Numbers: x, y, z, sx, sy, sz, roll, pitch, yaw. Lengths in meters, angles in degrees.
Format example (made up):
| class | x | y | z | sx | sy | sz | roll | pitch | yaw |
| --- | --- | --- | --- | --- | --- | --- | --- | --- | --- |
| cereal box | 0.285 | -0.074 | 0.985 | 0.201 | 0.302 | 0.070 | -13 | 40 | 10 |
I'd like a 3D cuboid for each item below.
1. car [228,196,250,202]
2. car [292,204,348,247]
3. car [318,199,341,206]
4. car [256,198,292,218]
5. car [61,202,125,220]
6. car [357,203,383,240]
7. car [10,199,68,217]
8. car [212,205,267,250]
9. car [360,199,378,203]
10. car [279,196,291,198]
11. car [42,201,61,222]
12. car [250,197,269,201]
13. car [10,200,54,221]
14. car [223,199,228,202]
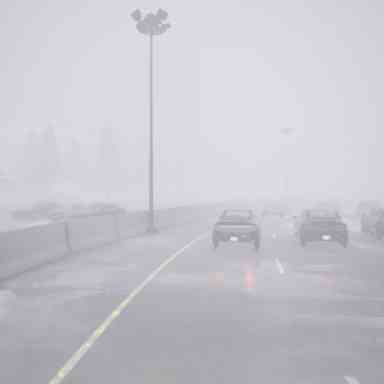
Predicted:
| class | x | y | z | sx | sy | sz | roll | pitch | yaw |
| --- | --- | --- | --- | --- | --- | --- | --- | --- | --- |
| car | 9.247 | 1.553 | 61.427 | 4.674 | 1.442 | 1.812 | 0 | 0 | -45 |
| car | 5.819 | 1.515 | 15.309 | 1.837 | 1.490 | 4.892 | 0 | 0 | 14 |
| car | 14.116 | 1.514 | 34.211 | 2.128 | 1.511 | 4.902 | 0 | 0 | 32 |
| car | 7.812 | 1.564 | 30.409 | 2.033 | 1.411 | 5.357 | 0 | 0 | 27 |
| car | -6.544 | 1.478 | 23.346 | 1.882 | 1.535 | 5.008 | 0 | 0 | 19 |
| car | 9.835 | 1.519 | 16.686 | 1.837 | 1.490 | 4.892 | 0 | 0 | 16 |
| car | -14.529 | 1.487 | 31.966 | 2.128 | 1.511 | 4.902 | 0 | 0 | 22 |
| car | 2.077 | 1.498 | 14.570 | 2.128 | 1.511 | 4.902 | 0 | 0 | 12 |
| car | 17.995 | 1.530 | 33.767 | 1.837 | 1.490 | 4.892 | 0 | -1 | 34 |
| car | 16.029 | 1.539 | 58.277 | 4.892 | 1.490 | 1.837 | 0 | 0 | -43 |
| car | -9.250 | 1.563 | 26.158 | 1.994 | 1.385 | 4.181 | 0 | 0 | 19 |
| car | 13.033 | 1.594 | 60.243 | 4.181 | 1.385 | 1.994 | 0 | 0 | -43 |
| car | -12.506 | 1.474 | 27.478 | 1.882 | 1.535 | 5.008 | 0 | 0 | 19 |
| car | 8.272 | 1.628 | 65.373 | 4.718 | 1.301 | 1.895 | 0 | 0 | -43 |
